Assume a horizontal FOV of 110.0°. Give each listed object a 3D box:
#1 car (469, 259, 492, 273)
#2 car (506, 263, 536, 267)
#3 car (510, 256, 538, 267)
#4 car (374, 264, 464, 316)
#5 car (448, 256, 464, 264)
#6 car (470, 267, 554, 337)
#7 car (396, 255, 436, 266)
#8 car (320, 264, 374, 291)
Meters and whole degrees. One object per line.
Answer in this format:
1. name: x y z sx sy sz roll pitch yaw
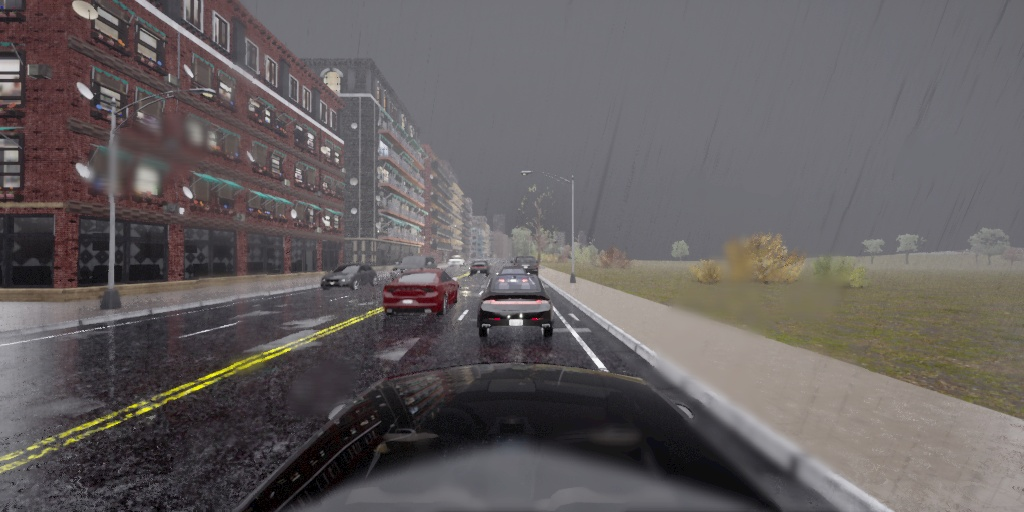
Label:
1. car: -3.233 1.260 37.242 1.837 1.490 4.892 0 0 0
2. car: 0.060 1.301 20.712 2.033 1.411 5.357 0 0 0
3. car: 1.069 0.979 30.924 2.150 2.045 5.566 0 0 0
4. car: -3.178 1.229 13.374 1.882 1.535 5.008 0 0 0
5. car: -9.950 0.972 64.033 2.150 2.045 5.566 0 0 0
6. car: 0.081 1.243 10.272 2.128 1.511 4.902 0 0 0
7. car: -6.653 0.975 25.002 2.150 2.045 5.566 0 0 0
8. car: -9.898 1.258 22.158 1.837 1.490 4.892 0 0 0
